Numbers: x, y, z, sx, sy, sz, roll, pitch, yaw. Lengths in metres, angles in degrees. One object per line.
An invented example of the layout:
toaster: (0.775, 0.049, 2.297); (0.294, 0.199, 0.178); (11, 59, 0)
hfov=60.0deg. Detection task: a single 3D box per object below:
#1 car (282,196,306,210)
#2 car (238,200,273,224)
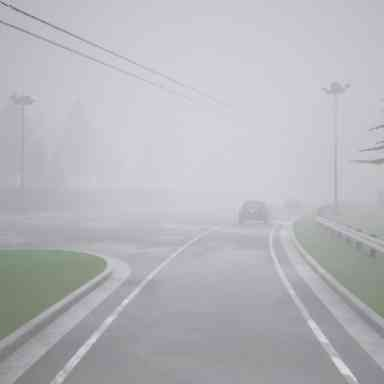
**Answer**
car: (13.332, 1.621, 44.022); (2.033, 1.411, 5.357); (0, 0, 27)
car: (4.956, 1.385, 25.385); (2.097, 1.767, 4.553); (0, 0, 19)
